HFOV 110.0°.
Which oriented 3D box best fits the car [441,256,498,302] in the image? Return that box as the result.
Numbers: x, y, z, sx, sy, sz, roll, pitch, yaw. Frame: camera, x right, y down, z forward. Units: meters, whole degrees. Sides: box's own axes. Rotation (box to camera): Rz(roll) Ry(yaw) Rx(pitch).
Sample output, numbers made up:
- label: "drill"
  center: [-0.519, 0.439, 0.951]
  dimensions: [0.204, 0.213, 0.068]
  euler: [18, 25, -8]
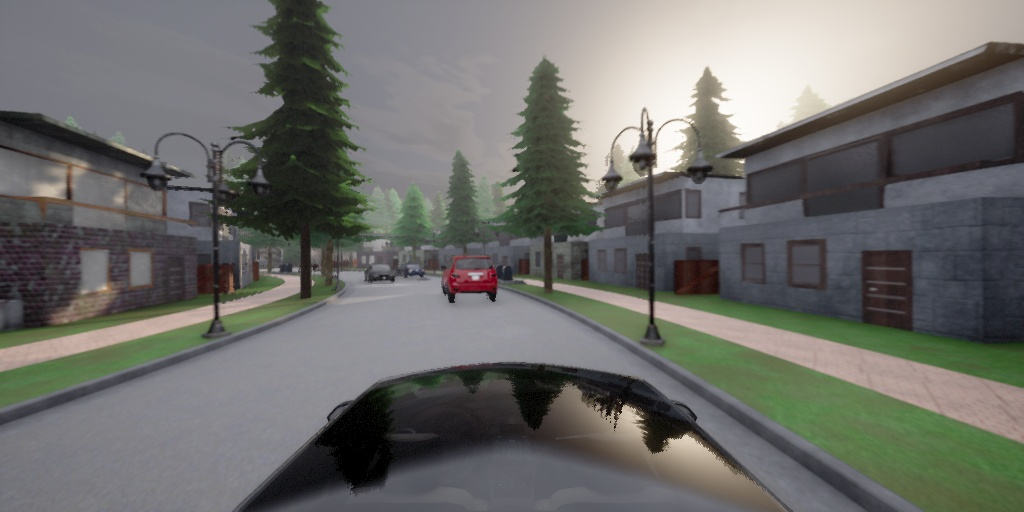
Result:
- label: "car"
  center: [-2.184, 1.004, 17.476]
  dimensions: [2.150, 2.045, 5.566]
  euler: [0, 0, -15]

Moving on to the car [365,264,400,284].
- label: "car"
  center: [-10.645, 1.384, 28.814]
  dimensions: [1.837, 1.490, 4.892]
  euler: [0, 0, -28]

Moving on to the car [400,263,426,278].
- label: "car"
  center: [-10.258, 1.426, 35.581]
  dimensions: [2.033, 1.411, 5.357]
  euler: [-1, 0, -34]
